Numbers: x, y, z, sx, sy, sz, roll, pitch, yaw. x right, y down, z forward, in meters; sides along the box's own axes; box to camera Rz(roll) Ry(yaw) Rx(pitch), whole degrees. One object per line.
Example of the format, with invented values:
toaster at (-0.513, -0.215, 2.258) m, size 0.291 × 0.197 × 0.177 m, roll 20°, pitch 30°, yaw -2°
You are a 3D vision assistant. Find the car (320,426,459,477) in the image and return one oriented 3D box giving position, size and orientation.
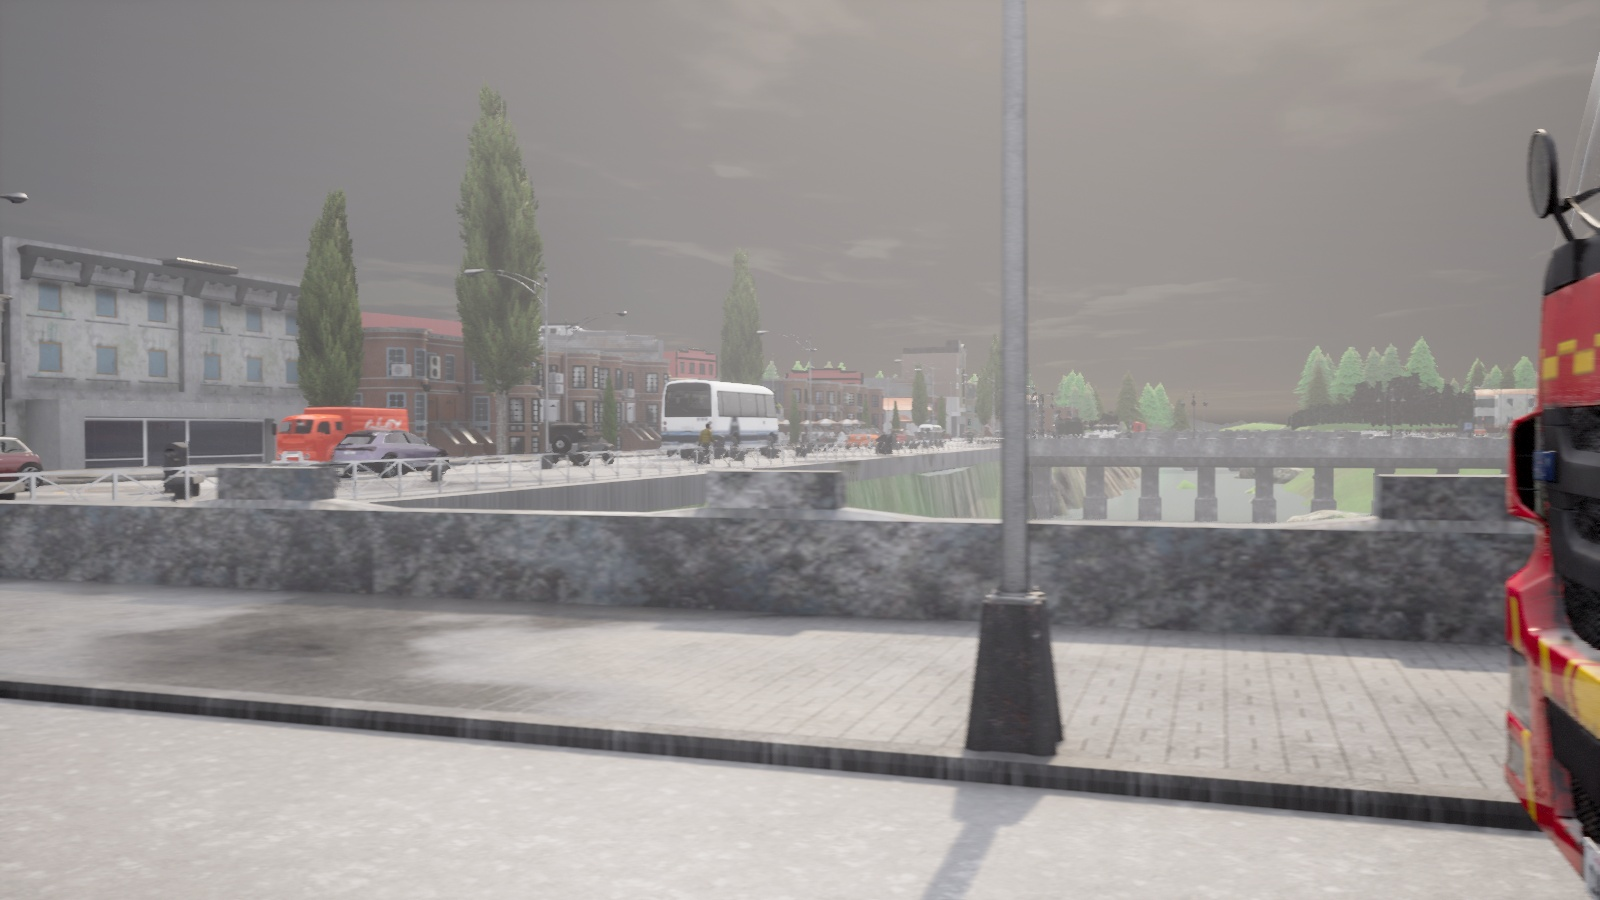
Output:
car at (-13.969, 0.014, 43.069) m, size 2.033 × 1.649 × 4.856 m, roll 1°, pitch 1°, yaw 19°

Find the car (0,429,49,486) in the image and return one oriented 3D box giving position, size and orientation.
car at (-21.789, 0.192, 32.350) m, size 1.970 × 1.475 × 3.806 m, roll 1°, pitch 1°, yaw 19°

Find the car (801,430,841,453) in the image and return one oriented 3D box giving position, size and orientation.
car at (1.510, -0.616, 89.037) m, size 1.789 × 1.549 × 3.705 m, roll 1°, pitch 1°, yaw 19°

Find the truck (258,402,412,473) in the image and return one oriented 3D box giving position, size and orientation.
truck at (-17.059, -0.468, 46.410) m, size 2.627 × 2.467 × 5.204 m, roll 1°, pitch 1°, yaw 19°

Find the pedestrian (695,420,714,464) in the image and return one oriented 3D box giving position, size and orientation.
pedestrian at (-4.031, -0.332, 53.274) m, size 0.431 × 1.840 × 0.709 m, roll 1°, pitch 1°, yaw 39°

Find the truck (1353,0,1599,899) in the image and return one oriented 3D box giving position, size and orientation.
truck at (5.571, -0.346, 1.821) m, size 8.468 × 3.827 × 2.891 m, roll 1°, pitch 1°, yaw 19°

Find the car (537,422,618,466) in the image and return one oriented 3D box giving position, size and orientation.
car at (-9.772, -0.304, 55.527) m, size 1.905 × 1.878 × 3.866 m, roll 1°, pitch 1°, yaw 19°

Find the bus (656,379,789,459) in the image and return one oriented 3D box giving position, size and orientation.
bus at (-4.219, -1.719, 71.963) m, size 3.944 × 4.253 × 10.273 m, roll 1°, pitch 1°, yaw 19°
